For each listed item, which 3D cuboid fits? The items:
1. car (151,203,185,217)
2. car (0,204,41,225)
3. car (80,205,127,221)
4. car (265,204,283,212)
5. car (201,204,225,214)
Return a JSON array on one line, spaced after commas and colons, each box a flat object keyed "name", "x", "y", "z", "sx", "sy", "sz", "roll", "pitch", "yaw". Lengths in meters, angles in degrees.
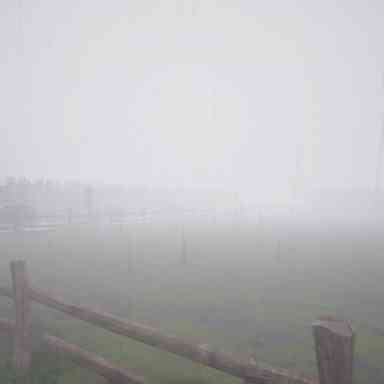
[{"name": "car", "x": -2.878, "y": 2.137, "z": 40.494, "sx": 2.097, "sy": 1.767, "sz": 4.553, "roll": -1, "pitch": -2, "yaw": 36}, {"name": "car", "x": -13.959, "y": 1.699, "z": 25.127, "sx": 2.097, "sy": 1.767, "sz": 4.553, "roll": -1, "pitch": -2, "yaw": 35}, {"name": "car", "x": -8.585, "y": 2.053, "z": 32.631, "sx": 2.128, "sy": 1.511, "sz": 4.902, "roll": -1, "pitch": -2, "yaw": 36}, {"name": "car", "x": 14.805, "y": 2.828, "z": 59.888, "sx": 1.882, "sy": 1.535, "sz": 5.008, "roll": -1, "pitch": -2, "yaw": 36}, {"name": "car", "x": 3.190, "y": 2.547, "z": 48.757, "sx": 1.812, "sy": 1.442, "sz": 4.674, "roll": -1, "pitch": -2, "yaw": 36}]
